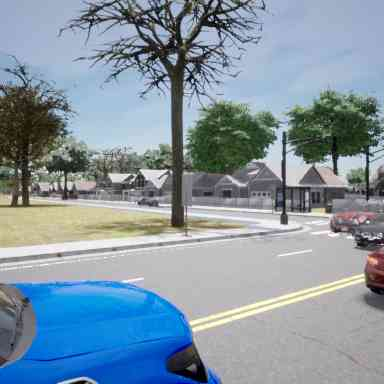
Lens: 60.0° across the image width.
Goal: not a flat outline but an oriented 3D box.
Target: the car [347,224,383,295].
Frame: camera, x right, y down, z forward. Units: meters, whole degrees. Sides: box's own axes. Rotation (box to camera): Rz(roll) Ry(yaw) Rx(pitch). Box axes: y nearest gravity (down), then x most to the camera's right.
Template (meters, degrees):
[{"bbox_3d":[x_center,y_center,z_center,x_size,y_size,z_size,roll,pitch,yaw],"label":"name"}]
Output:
[{"bbox_3d":[5.659,1.525,7.447,4.674,1.442,1.812,0,0,-36],"label":"car"}]

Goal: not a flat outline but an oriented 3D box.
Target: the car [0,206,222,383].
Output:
[{"bbox_3d":[-2.419,1.222,1.716,5.566,2.045,2.150,0,0,-36],"label":"car"}]

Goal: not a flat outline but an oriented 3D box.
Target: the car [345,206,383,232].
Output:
[{"bbox_3d":[8.661,1.504,13.807,4.892,1.490,1.837,0,0,-35],"label":"car"}]

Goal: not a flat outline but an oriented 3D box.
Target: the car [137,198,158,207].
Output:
[{"bbox_3d":[-6.895,1.593,51.760,1.812,1.442,4.674,0,0,-35],"label":"car"}]

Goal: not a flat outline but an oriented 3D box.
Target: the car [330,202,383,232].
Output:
[{"bbox_3d":[9.730,1.356,18.551,4.553,1.767,2.097,0,0,-35],"label":"car"}]
